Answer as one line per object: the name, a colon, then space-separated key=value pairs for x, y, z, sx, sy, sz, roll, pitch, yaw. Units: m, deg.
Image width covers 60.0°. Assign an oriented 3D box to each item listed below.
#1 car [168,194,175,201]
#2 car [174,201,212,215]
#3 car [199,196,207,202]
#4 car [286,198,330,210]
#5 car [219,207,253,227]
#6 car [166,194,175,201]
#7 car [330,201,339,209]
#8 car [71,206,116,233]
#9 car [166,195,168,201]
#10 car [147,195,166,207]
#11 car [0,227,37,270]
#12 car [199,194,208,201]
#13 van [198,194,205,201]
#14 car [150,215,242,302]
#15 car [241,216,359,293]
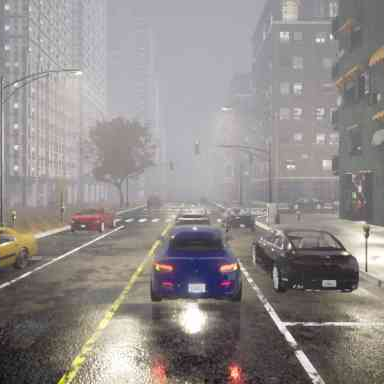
car: x=-5.857 y=1.649 z=85.246 sx=1.947 sy=1.339 sz=4.313 roll=0 pitch=0 yaw=0
car: x=0.045 y=1.495 z=18.252 sx=2.128 sy=1.511 sz=4.902 roll=0 pitch=0 yaw=0
car: x=2.535 y=1.599 z=79.908 sx=1.752 sy=1.417 sz=4.829 roll=0 pitch=0 yaw=0
car: x=13.352 y=1.359 z=39.164 sx=4.403 sy=1.369 sz=2.008 roll=-1 pitch=1 yaw=-1
car: x=2.654 y=1.555 z=19.736 sx=2.008 sy=1.369 sz=4.403 roll=0 pitch=0 yaw=0
car: x=-5.868 y=1.410 z=90.768 sx=2.192 sy=1.841 sz=5.009 roll=0 pitch=0 yaw=0
car: x=18.749 y=1.259 z=39.229 sx=4.829 sy=1.417 sz=1.752 roll=-1 pitch=1 yaw=-1
car: x=-5.726 y=1.549 z=19.720 sx=1.887 sy=1.381 sz=4.507 roll=0 pitch=0 yaw=0
car: x=-5.802 y=1.607 z=57.631 sx=1.947 sy=1.339 sz=4.313 roll=0 pitch=0 yaw=0
car: x=-5.792 y=1.349 z=52.108 sx=2.192 sy=1.841 sz=5.009 roll=0 pitch=0 yaw=0
car: x=-5.704 y=1.526 z=8.484 sx=1.752 sy=1.417 sz=4.829 roll=0 pitch=0 yaw=0
car: x=2.546 y=1.630 z=74.216 sx=1.947 sy=1.339 sz=4.313 roll=0 pitch=0 yaw=0
van: x=2.524 y=1.425 z=85.262 sx=1.690 sy=1.788 sz=3.998 roll=0 pitch=0 yaw=0
car: x=0.078 y=1.526 z=8.149 sx=1.812 sy=1.442 sz=4.674 roll=0 pitch=0 yaw=0
car: x=2.676 y=1.552 z=8.670 sx=2.008 sy=1.369 sz=4.403 roll=0 pitch=0 yaw=0
